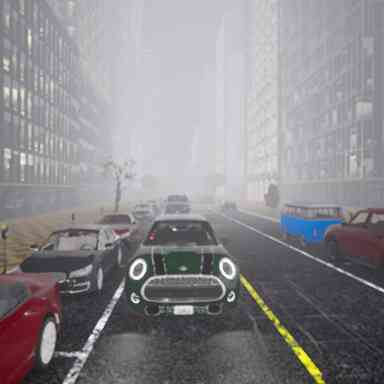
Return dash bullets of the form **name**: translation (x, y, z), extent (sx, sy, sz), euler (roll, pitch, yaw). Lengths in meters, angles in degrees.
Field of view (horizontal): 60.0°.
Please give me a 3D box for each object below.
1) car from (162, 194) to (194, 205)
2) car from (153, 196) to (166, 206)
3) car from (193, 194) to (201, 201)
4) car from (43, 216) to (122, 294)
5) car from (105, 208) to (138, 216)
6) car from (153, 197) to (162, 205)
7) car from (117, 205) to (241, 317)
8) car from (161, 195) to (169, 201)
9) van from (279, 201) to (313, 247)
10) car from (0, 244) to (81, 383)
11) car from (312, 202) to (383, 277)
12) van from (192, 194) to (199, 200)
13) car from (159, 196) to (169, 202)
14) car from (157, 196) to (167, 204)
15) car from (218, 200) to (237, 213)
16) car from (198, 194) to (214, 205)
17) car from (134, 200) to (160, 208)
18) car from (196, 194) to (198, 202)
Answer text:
- **car**: translation (-1.255, 1.225, 28.992), extent (2.150, 2.045, 5.566), euler (0, 0, -3)
- **car**: translation (-5.256, 1.447, 53.990), extent (1.967, 1.590, 4.097), euler (-1, 0, -3)
- **car**: translation (1.345, 1.449, 88.481), extent (1.967, 1.590, 4.097), euler (-1, 0, -3)
- **car**: translation (-2.898, 1.552, 8.583), extent (2.008, 1.369, 4.403), euler (-1, 0, -3)
- **car**: translation (-3.192, 1.584, 14.259), extent (1.802, 1.307, 4.206), euler (-1, 0, -3)
- **car**: translation (-4.371, 1.556, 36.962), extent (2.008, 1.369, 4.403), euler (-1, 0, -3)
- **car**: translation (-0.250, 1.353, 7.718), extent (2.097, 1.767, 4.553), euler (0, 0, -3)
- **car**: translation (-7.023, 1.559, 88.047), extent (2.008, 1.369, 4.403), euler (-1, 0, -3)
- **van**: translation (5.176, 1.345, 14.693), extent (1.690, 1.788, 3.998), euler (-1, 0, -3)
- **car**: translation (-2.602, 1.545, 2.907), extent (1.887, 1.381, 4.507), euler (-1, 0, -3)
- **car**: translation (5.470, 1.318, 9.017), extent (2.192, 1.841, 5.009), euler (-1, 0, -3)
- **van**: translation (1.049, 1.350, 94.157), extent (1.690, 1.788, 3.998), euler (-1, 0, -3)
- **car**: translation (-6.434, 1.574, 76.695), extent (1.947, 1.339, 4.313), euler (-1, 0, -3)
- **car**: translation (-5.835, 1.533, 65.173), extent (1.752, 1.417, 4.829), euler (-1, 0, -3)
- **car**: translation (3.999, 1.558, 37.397), extent (2.008, 1.369, 4.403), euler (-1, 0, -3)
- **car**: translation (2.817, 1.324, 60.101), extent (2.192, 1.841, 5.009), euler (-1, 0, -3)
- **car**: translation (-3.781, 1.555, 25.611), extent (2.008, 1.369, 4.403), euler (-1, 0, -3)
- **car**: translation (2.523, 1.325, 65.778), extent (2.192, 1.841, 5.009), euler (-1, 0, -3)
